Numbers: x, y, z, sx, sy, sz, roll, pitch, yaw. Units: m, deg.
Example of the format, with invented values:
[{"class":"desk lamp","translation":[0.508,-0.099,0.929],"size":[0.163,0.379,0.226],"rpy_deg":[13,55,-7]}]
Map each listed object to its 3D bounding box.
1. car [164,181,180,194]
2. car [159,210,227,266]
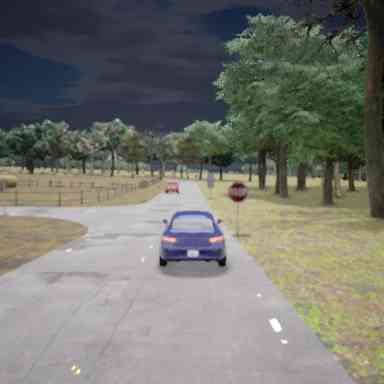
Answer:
[{"class":"car","translation":[-3.102,-0.763,52.273],"size":[2.150,2.045,5.566],"rpy_deg":[0,3,0]},{"class":"car","translation":[0.014,1.284,10.426],"size":[1.812,1.442,4.674],"rpy_deg":[0,1,0]}]
